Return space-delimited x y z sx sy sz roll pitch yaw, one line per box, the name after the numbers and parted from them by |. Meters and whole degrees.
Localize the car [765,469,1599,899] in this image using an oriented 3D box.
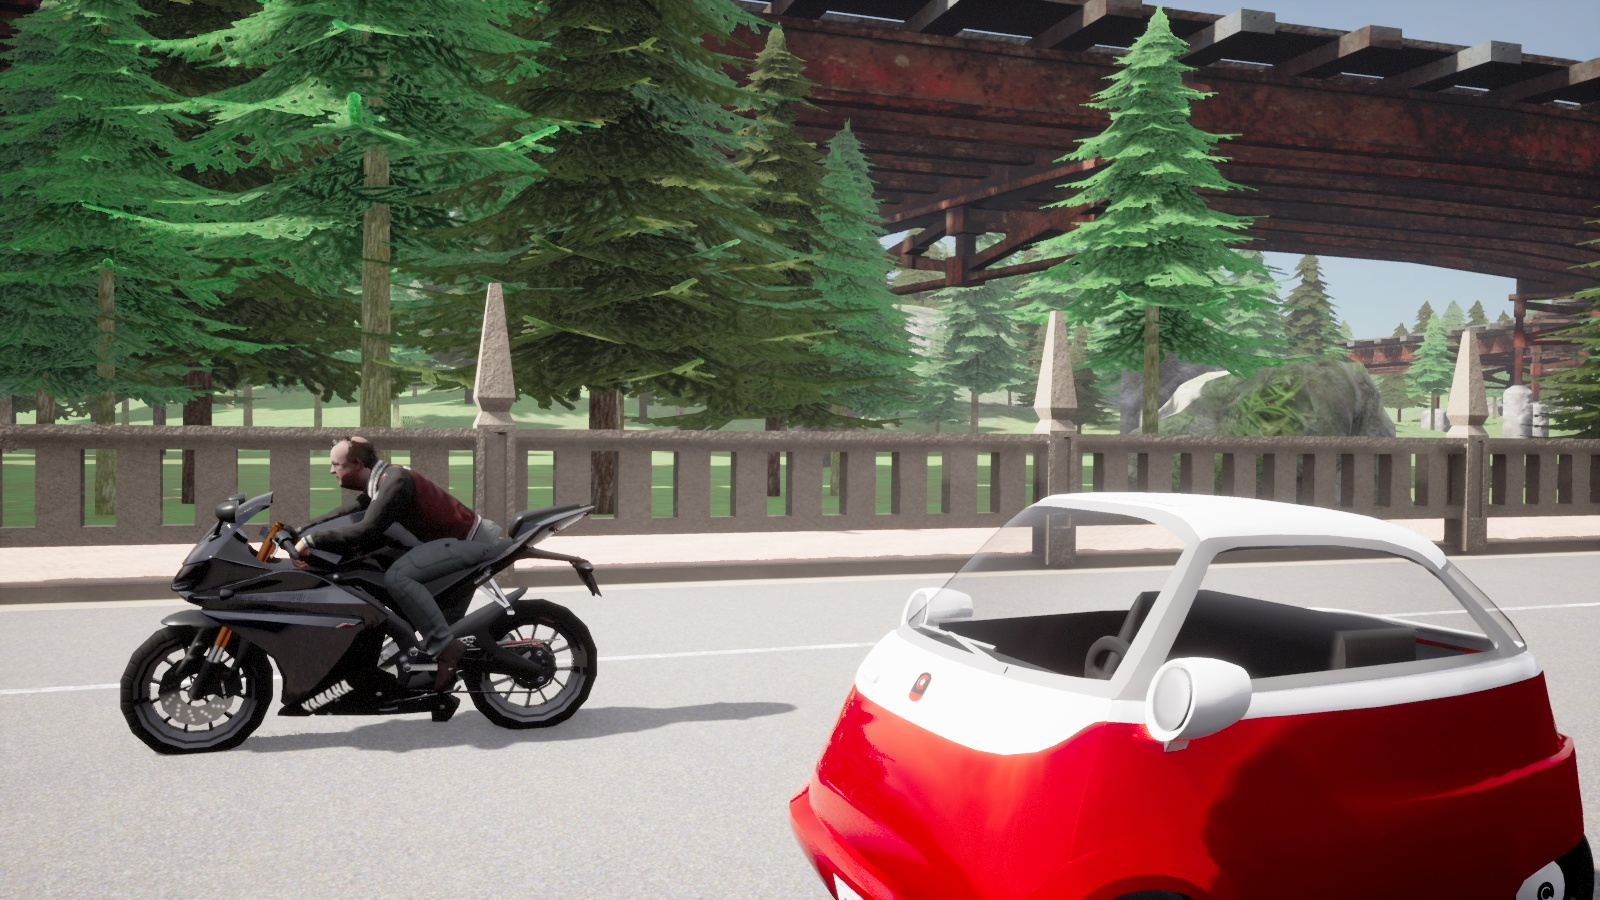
1.187 0.780 3.690 2.207 1.376 1.481 -1 1 -21 | car

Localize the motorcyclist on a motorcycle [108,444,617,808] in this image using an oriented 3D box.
-2.089 0.755 6.190 2.191 1.530 0.866 -1 1 -21 | motorcyclist on a motorcycle
